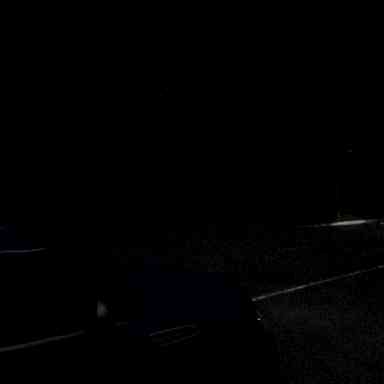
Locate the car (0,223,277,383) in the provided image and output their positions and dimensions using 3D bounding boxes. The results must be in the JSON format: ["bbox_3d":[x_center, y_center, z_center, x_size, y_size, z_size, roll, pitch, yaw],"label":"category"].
[{"bbox_3d":[-1.844,1.221,2.422,5.566,2.045,2.150,0,0,-35],"label":"car"}]
